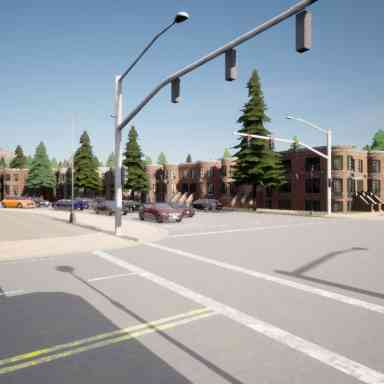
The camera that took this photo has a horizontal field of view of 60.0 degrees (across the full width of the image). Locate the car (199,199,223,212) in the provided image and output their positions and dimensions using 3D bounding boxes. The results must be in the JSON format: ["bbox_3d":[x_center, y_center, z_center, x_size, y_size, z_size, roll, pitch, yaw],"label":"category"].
[{"bbox_3d":[1.487,1.491,38.095,2.128,1.511,4.902,0,0,-37],"label":"car"}]

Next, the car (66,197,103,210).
[{"bbox_3d":[-14.256,1.492,43.852,4.902,1.511,2.128,0,0,36],"label":"car"}]

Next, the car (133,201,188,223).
[{"bbox_3d":[-2.543,1.526,25.566,1.812,1.442,4.674,0,0,-35],"label":"car"}]

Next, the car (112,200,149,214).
[{"bbox_3d":[-6.908,1.601,37.017,1.895,1.301,4.718,0,0,-41],"label":"car"}]

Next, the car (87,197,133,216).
[{"bbox_3d":[-8.215,1.547,33.250,2.033,1.411,5.357,0,0,-38],"label":"car"}]

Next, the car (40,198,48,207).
[{"bbox_3d":[-23.202,1.492,49.116,4.902,1.511,2.128,0,0,23],"label":"car"}]

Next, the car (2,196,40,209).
[{"bbox_3d":[-23.615,1.352,45.436,4.553,1.767,2.097,0,0,25],"label":"car"}]

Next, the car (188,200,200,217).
[{"bbox_3d":[-1.553,1.564,30.084,1.994,1.385,4.181,0,0,-37],"label":"car"}]

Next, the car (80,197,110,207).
[{"bbox_3d":[-15.566,1.505,53.231,4.892,1.490,1.837,0,0,30],"label":"car"}]

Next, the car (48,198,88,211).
[{"bbox_3d":[-14.898,1.601,40.030,4.718,1.301,1.895,0,0,38],"label":"car"}]
